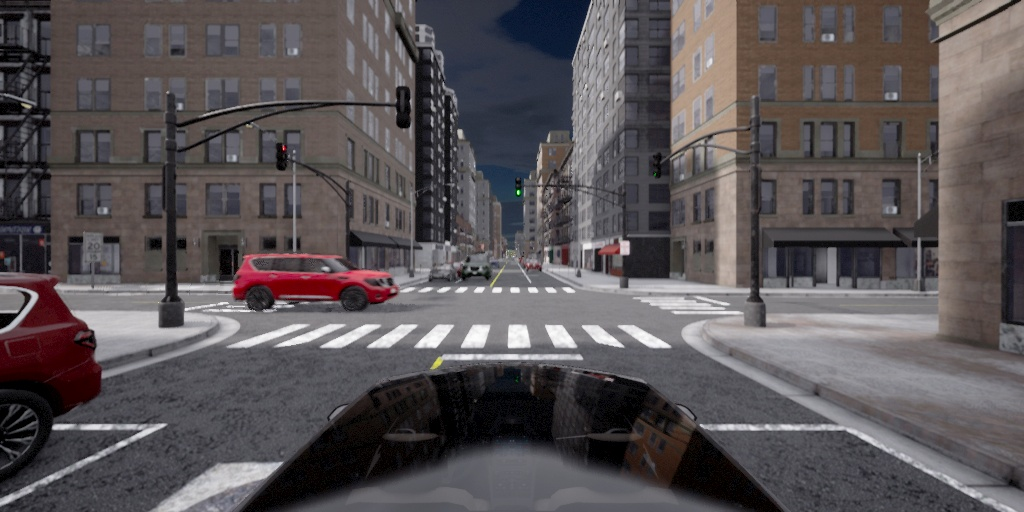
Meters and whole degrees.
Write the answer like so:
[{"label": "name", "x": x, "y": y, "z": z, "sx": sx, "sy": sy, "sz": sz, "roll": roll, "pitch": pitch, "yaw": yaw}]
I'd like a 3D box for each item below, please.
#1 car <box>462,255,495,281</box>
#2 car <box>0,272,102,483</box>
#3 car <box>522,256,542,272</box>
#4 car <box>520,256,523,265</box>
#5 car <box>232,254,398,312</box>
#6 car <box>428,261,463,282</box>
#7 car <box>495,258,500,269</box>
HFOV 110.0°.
[{"label": "car", "x": -2.837, "y": 0.912, "z": 29.863, "sx": 2.150, "sy": 2.045, "sz": 5.566, "roll": 0, "pitch": 0, "yaw": 0}, {"label": "car", "x": -5.389, "y": 1.065, "z": 1.737, "sx": 2.192, "sy": 1.841, "sz": 5.009, "roll": 0, "pitch": 0, "yaw": 0}, {"label": "car", "x": 2.653, "y": 1.096, "z": 44.553, "sx": 1.967, "sy": 1.591, "sz": 4.097, "roll": 0, "pitch": 0, "yaw": 0}, {"label": "car", "x": 2.658, "y": 1.068, "z": 55.462, "sx": 1.967, "sy": 1.591, "sz": 4.097, "roll": 0, "pitch": 0, "yaw": 0}, {"label": "car", "x": -7.234, "y": 0.940, "z": 13.446, "sx": 5.566, "sy": 2.045, "sz": 2.150, "roll": 0, "pitch": 0, "yaw": 0}, {"label": "car", "x": -5.378, "y": 1.245, "z": 28.201, "sx": 2.007, "sy": 1.370, "sz": 4.403, "roll": 0, "pitch": 0, "yaw": 0}, {"label": "car", "x": -2.776, "y": 1.177, "z": 55.141, "sx": 2.033, "sy": 1.411, "sz": 5.357, "roll": 0, "pitch": 0, "yaw": 1}]
